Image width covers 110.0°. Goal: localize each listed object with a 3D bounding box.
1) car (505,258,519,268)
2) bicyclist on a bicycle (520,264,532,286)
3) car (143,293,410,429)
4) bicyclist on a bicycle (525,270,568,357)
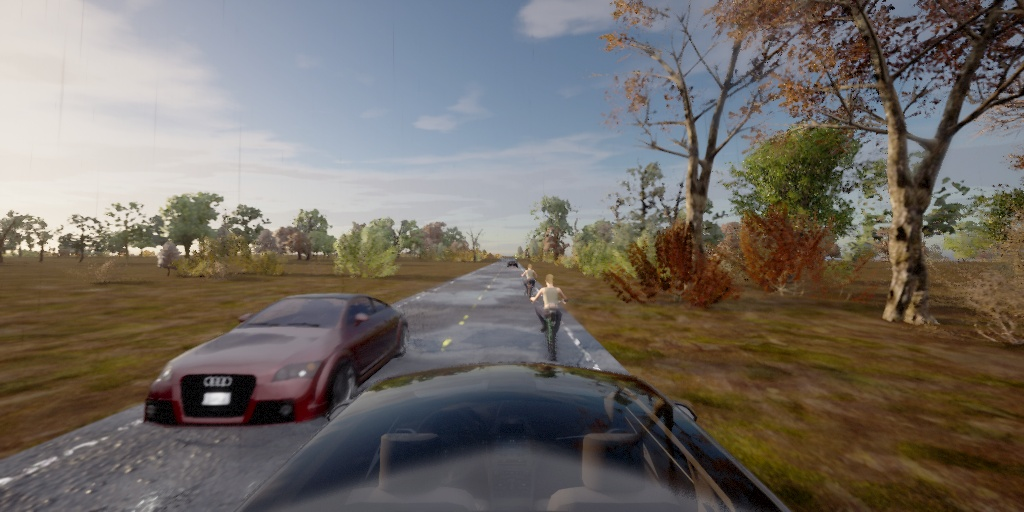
[{"bbox_3d":[0.101,1.257,63.534,1.837,1.490,4.892,0,0,0],"label":"car"},{"bbox_3d":[0.829,1.187,16.798,0.866,1.612,1.509,0,0,0],"label":"bicyclist on a bicycle"},{"bbox_3d":[-3.101,1.314,5.761,1.994,1.385,4.181,0,0,0],"label":"car"},{"bbox_3d":[0.797,1.184,7.581,0.866,1.612,1.509,-1,0,0],"label":"bicyclist on a bicycle"}]
